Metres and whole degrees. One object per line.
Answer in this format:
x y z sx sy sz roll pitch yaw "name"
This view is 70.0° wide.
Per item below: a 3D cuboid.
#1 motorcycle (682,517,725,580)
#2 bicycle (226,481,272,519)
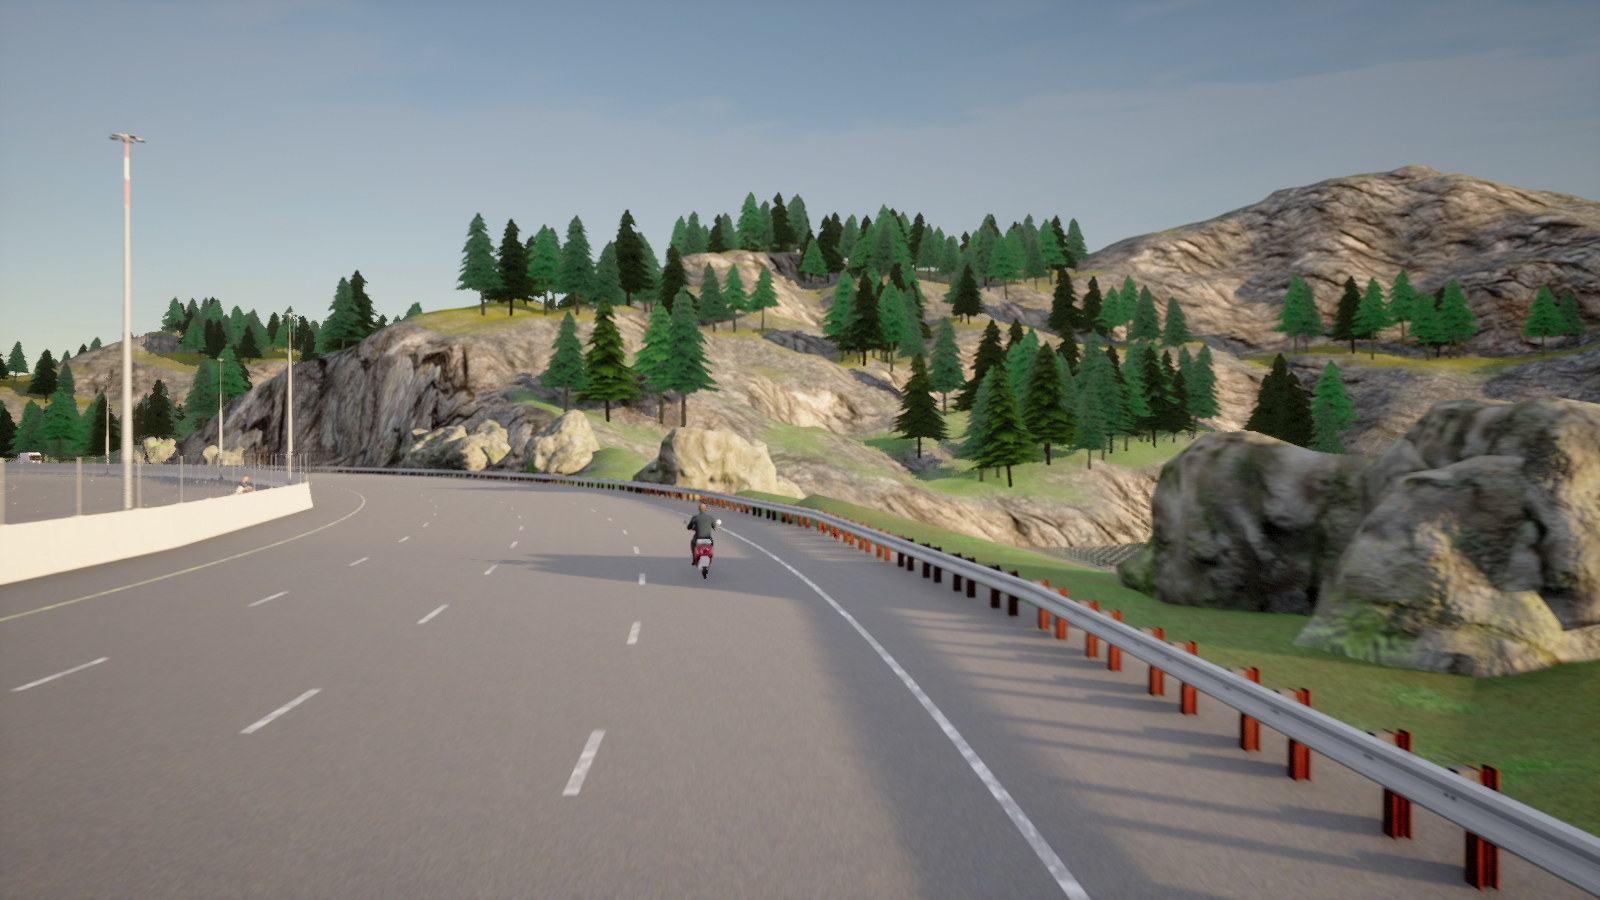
-2.187 2.187 25.677 0.856 1.236 1.805 -1 0 -7 "motorcycle"
-22.875 2.084 47.469 1.643 1.514 0.373 -2 -3 -11 "bicycle"
